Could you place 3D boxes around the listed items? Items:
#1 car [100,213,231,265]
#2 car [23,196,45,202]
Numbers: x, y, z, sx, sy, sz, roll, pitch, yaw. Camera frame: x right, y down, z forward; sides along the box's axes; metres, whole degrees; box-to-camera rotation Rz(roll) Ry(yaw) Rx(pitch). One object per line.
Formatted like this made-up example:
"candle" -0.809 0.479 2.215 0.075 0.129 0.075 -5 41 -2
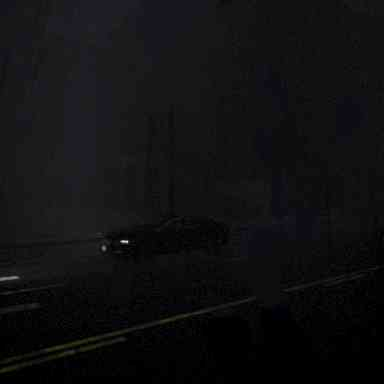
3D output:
"car" -0.795 1.546 12.012 4.902 1.511 2.128 1 0 -36
"car" -28.771 1.200 61.844 4.718 1.301 1.895 -1 0 -35
